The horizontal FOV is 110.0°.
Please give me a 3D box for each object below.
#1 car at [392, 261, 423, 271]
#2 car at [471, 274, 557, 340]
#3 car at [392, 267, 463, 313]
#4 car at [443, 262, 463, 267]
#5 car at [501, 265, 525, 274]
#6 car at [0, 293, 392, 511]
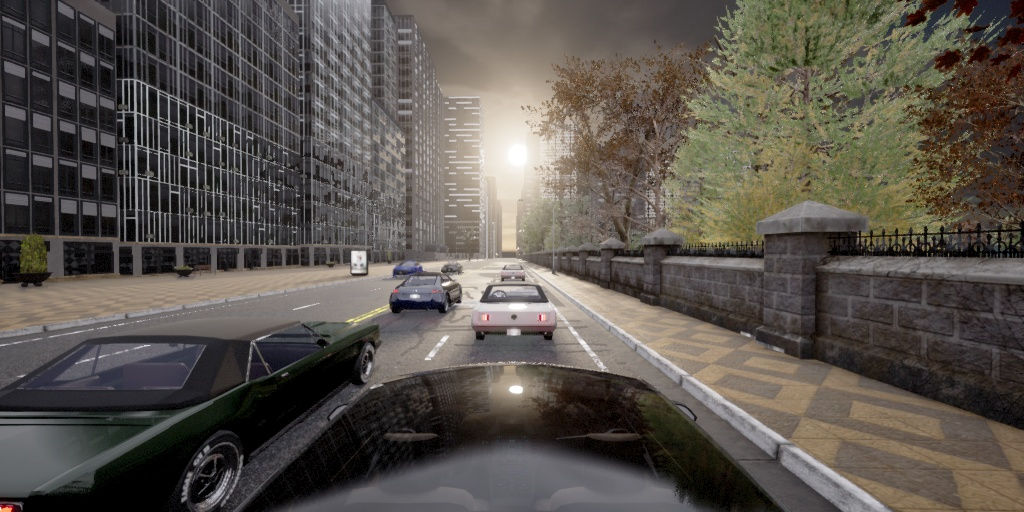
[{"bbox_3d":[-9.832,1.228,34.151,1.882,1.535,5.008,0,0,0],"label":"car"},{"bbox_3d":[0.061,1.349,9.921,1.895,1.301,4.718,0,0,0],"label":"car"},{"bbox_3d":[-3.164,1.311,13.918,1.994,1.385,4.181,0,0,2],"label":"car"},{"bbox_3d":[-6.562,1.316,39.650,1.994,1.385,4.181,0,0,0],"label":"car"},{"bbox_3d":[0.089,1.350,29.295,1.895,1.301,4.718,0,0,0],"label":"car"},{"bbox_3d":[-3.149,1.350,4.068,1.895,1.301,4.718,0,0,0],"label":"car"}]
